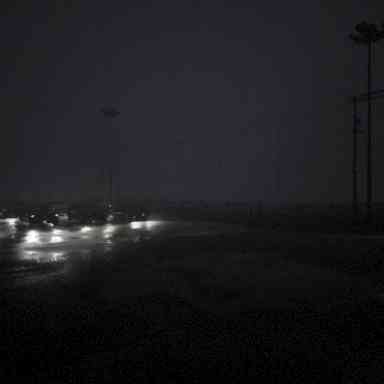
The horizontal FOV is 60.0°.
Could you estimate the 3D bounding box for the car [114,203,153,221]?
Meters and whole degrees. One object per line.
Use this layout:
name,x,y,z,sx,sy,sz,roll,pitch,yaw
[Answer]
car,-4.871,1.558,26.946,1.994,1.385,4.181,0,0,-36

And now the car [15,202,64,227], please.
car,-10.666,1.598,23.010,1.895,1.301,4.718,0,0,-36

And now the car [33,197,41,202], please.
car,-19.496,1.596,41.199,1.895,1.301,4.718,0,0,-36

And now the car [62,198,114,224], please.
car,-7.997,1.473,25.294,1.882,1.535,5.008,0,0,-36

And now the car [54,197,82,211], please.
car,-15.754,1.485,42.003,2.128,1.511,4.902,0,0,-36

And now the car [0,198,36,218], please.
car,-15.829,1.561,30.153,1.994,1.385,4.181,0,0,-36

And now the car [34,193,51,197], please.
car,-24.216,1.218,53.805,2.150,2.045,5.566,0,0,-35

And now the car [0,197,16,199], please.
car,-22.444,1.502,39.301,1.837,1.490,4.892,0,0,-36

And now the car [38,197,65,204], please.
car,-13.447,1.521,32.829,1.812,1.442,4.674,0,0,-36
